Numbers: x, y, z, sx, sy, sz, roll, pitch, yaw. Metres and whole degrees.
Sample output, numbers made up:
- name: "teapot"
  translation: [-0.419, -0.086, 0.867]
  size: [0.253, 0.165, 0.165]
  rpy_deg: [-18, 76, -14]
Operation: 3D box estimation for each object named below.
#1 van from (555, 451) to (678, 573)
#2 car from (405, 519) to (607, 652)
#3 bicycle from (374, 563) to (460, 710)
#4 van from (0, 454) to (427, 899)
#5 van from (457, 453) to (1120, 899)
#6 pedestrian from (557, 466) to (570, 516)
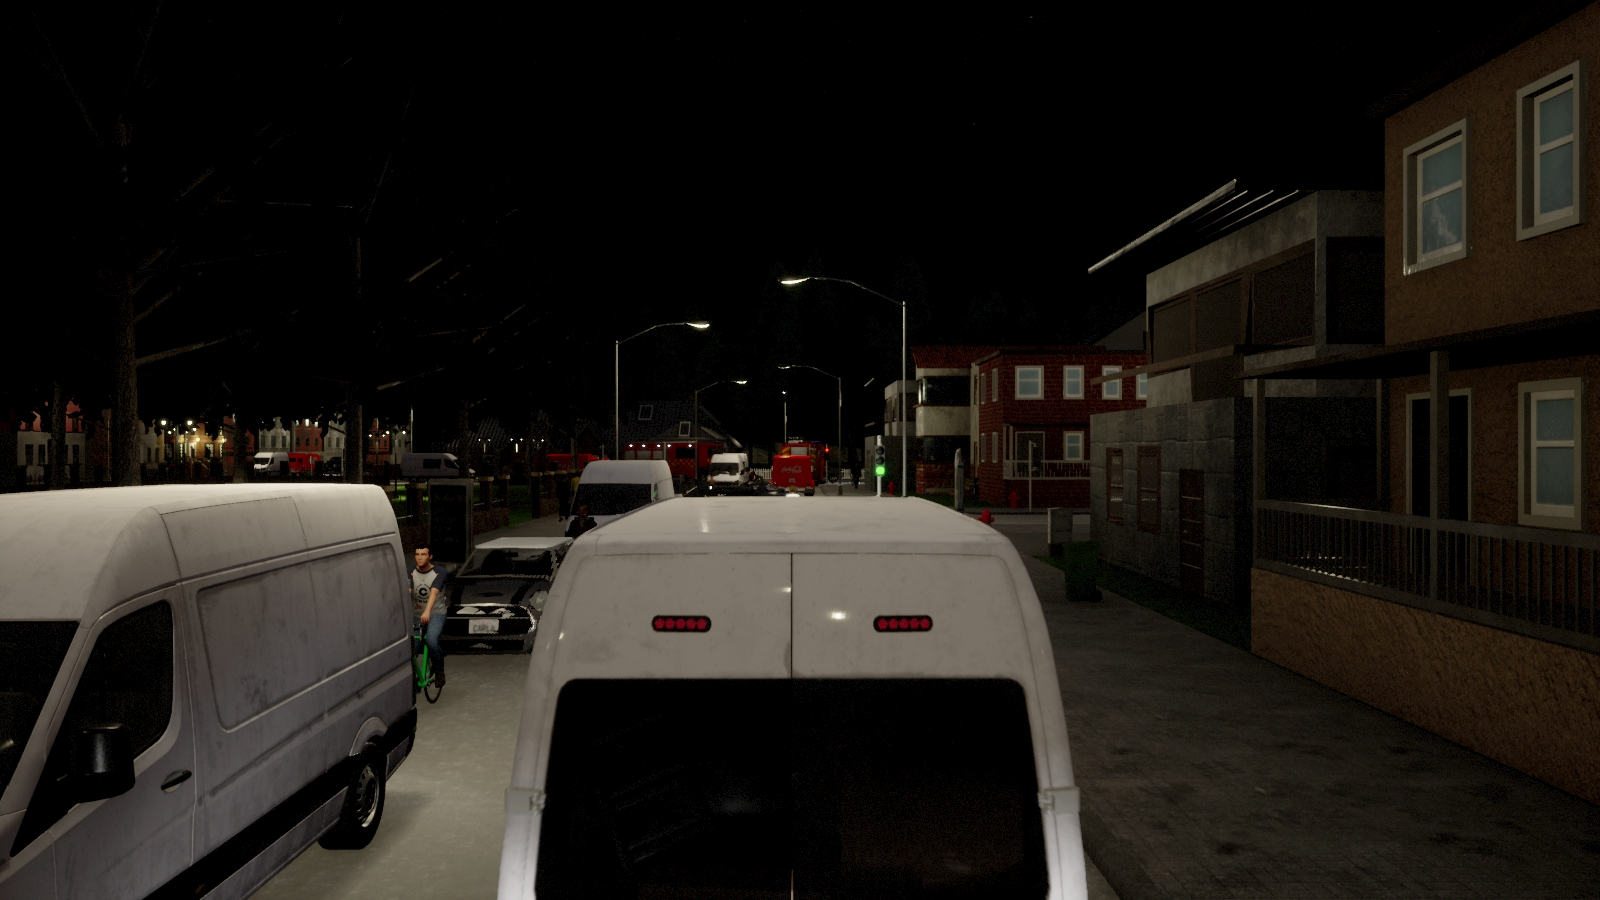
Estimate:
- name: "van"
  translation: [-4.176, 1.315, 26.992]
  size: [1.988, 2.561, 5.915]
  rpy_deg: [0, 0, 0]
- name: "car"
  translation: [-4.090, 1.845, 16.537]
  size: [1.970, 1.475, 3.806]
  rpy_deg: [0, 0, 0]
- name: "bicycle"
  translation: [-4.053, 1.936, 12.187]
  size: [0.373, 1.296, 1.643]
  rpy_deg: [0, 0, 0]
- name: "van"
  translation: [-4.032, 1.314, 6.373]
  size: [1.988, 2.561, 5.915]
  rpy_deg: [0, 0, 0]
- name: "van"
  translation: [-0.045, 1.315, 6.390]
  size: [1.988, 2.561, 5.915]
  rpy_deg: [0, 0, 0]
- name: "pedestrian"
  translation: [-8.869, 1.526, 42.857]
  size: [0.375, 1.860, 0.375]
  rpy_deg: [0, 0, 10]
